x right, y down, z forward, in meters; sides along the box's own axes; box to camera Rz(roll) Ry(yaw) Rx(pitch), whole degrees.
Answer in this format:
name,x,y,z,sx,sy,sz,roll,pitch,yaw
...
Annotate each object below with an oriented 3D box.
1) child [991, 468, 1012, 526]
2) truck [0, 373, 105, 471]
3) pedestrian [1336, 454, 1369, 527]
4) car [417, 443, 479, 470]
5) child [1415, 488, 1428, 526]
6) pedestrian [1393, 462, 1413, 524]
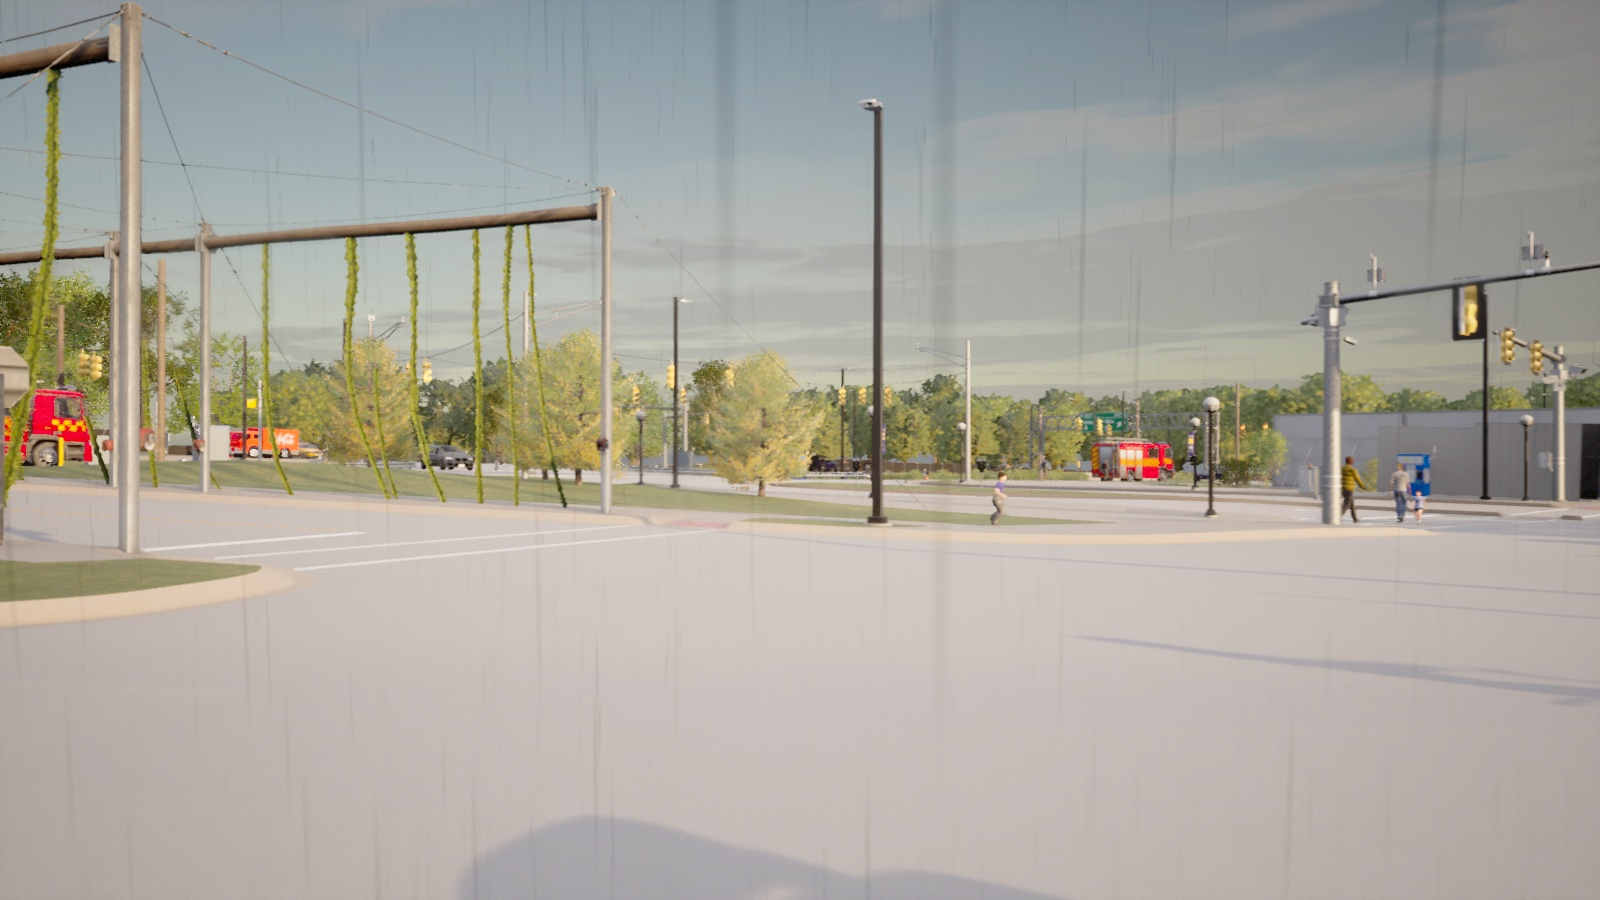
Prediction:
name,x,y,z,sx,sy,sz,roll,pitch,yaw
child,4.412,1.020,27.442,0.437,1.263,0.270,0,0,11
truck,-33.342,-1.174,50.896,8.468,3.827,2.891,3,-2,-43
pedestrian,13.977,1.023,31.777,0.726,1.835,0.370,0,0,-26
car,-23.591,0.421,84.121,2.242,1.667,4.611,2,-1,-40
child,18.277,1.674,36.932,0.255,1.110,0.394,0,0,44
pedestrian,18.220,1.294,37.945,0.354,1.836,0.706,0,0,41
